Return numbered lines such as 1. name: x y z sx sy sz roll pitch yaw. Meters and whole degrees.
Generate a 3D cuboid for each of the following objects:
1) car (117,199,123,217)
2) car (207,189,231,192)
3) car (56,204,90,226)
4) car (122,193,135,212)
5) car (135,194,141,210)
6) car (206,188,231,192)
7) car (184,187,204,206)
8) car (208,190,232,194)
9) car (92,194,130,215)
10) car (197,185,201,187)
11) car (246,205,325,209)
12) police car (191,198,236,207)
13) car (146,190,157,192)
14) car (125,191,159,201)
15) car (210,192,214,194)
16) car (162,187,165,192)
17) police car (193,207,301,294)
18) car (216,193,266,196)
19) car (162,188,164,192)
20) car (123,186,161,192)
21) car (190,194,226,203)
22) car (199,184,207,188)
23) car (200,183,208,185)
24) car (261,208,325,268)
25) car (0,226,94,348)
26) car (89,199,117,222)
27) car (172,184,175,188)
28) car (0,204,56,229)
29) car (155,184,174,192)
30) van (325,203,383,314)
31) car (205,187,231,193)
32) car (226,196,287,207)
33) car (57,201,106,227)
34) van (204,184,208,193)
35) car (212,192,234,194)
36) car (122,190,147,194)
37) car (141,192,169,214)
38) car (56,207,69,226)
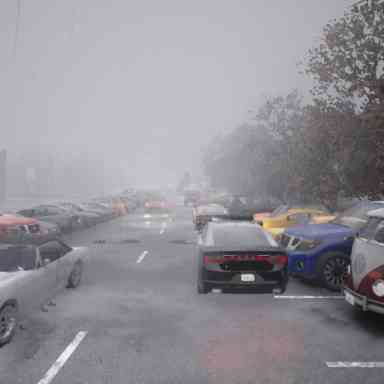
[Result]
1. car: -7.987 1.457 25.207 4.674 1.452 2.002 0 0 0
2. car: 5.325 0.760 50.315 5.366 1.575 1.946 0 2 0
3. car: -8.036 1.507 16.841 4.792 1.488 2.163 0 0 0
4. car: -7.948 1.210 30.771 4.553 1.767 2.185 0 1 0
5. car: -7.997 1.248 36.348 4.792 1.488 2.163 0 1 0
6. car: 5.154 0.545 56.016 4.674 1.452 2.002 0 3 0
7. car: 0.103 0.707 45.001 2.150 2.045 5.566 0 2 1
8. car: 5.320 0.873 47.522 5.366 1.575 1.946 0 2 0
9. car: -7.953 1.255 27.992 4.553 1.767 2.185 0 1 0
10. car: 0.118 0.245 58.685 2.097 1.767 4.553 0 3 0
11. car: 5.063 1.482 14.194 5.008 1.535 2.097 0 0 0
12. police car: 1.088 1.414 18.921 1.930 1.638 5.238 0 0 0
13. car: -7.952 0.879 47.491 4.892 1.521 2.231 0 2 0
14. car: -7.940 0.645 53.070 5.008 1.535 2.097 0 2 0
15. car: 5.118 1.061 42.079 5.008 1.535 2.097 0 2 0
16. car: -7.947 0.269 61.411 4.792 1.488 2.163 0 3 0
17. police car: 1.068 1.427 8.923 1.930 1.638 5.238 0 0 0
18. car: 5.106 1.218 36.373 4.892 1.521 2.231 0 2 0
19. car: -7.894 0.407 58.630 4.792 1.488 2.163 0 3 0
20. car: -7.912 0.515 50.268 5.566 2.045 2.435 0 2 0
21. car: 1.099 1.291 24.777 2.097 1.767 4.553 0 1 0
22. car: 4.925 -0.524 88.556 5.008 1.535 2.097 0 3 0
23. car: 4.964 -0.807 91.316 4.553 1.767 2.185 0 3 0
24. car: 5.248 1.479 11.286 5.366 1.575 1.946 0 0 0
25. car: -3.584 1.602 6.380 1.895 1.301 4.718 0 0 0
26. car: -8.002 1.445 22.417 5.008 1.535 2.097 0 1 0
27. car: -8.138 -0.833 93.987 5.008 1.535 2.097 0 3 0
28. car: -7.989 1.230 11.272 5.566 2.045 2.435 0 0 0
29. car: -8.176 -0.645 91.217 4.792 1.488 2.163 0 3 0
30. van: 4.935 1.255 5.716 4.442 1.987 1.878 0 0 0
31. car: 5.159 0.408 58.798 4.674 1.452 2.002 0 3 0
32. car: 4.910 1.375 28.140 5.366 1.575 1.946 0 1 0
33. car: -8.006 1.466 19.628 5.008 1.535 2.097 0 0 0
34. van: 5.036 0.011 61.455 4.442 1.987 1.878 -1 3 0
35. car: 5.113 1.142 39.290 5.008 1.535 2.097 0 2 0
36. car: -7.993 1.022 39.131 4.553 1.767 2.185 0 2 0
37. car: -3.435 1.164 32.968 2.097 1.767 4.553 0 1 0
38. car: -8.015 1.522 14.055 4.674 1.452 2.002 0 0 0
